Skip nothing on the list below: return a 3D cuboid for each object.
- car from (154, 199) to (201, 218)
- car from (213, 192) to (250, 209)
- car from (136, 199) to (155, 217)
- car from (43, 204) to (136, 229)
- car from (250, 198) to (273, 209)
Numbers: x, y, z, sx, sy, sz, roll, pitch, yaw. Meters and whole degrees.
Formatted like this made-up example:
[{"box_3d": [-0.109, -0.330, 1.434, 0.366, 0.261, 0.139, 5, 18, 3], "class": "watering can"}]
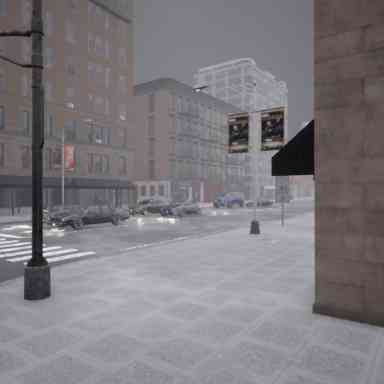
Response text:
[{"box_3d": [-0.945, 1.465, 29.197, 1.994, 1.385, 4.181, 0, 0, 35], "class": "car"}, {"box_3d": [4.904, 1.066, 43.037, 2.150, 2.045, 5.566, 0, 0, 36], "class": "car"}, {"box_3d": [-3.870, 1.416, 30.680, 1.837, 1.490, 4.892, 0, 0, 35], "class": "car"}, {"box_3d": [-6.449, 1.489, 21.417, 2.033, 1.411, 5.357, 0, 0, 35], "class": "car"}, {"box_3d": [8.600, 1.432, 42.614, 1.895, 1.301, 4.718, 0, 0, 36], "class": "car"}]
